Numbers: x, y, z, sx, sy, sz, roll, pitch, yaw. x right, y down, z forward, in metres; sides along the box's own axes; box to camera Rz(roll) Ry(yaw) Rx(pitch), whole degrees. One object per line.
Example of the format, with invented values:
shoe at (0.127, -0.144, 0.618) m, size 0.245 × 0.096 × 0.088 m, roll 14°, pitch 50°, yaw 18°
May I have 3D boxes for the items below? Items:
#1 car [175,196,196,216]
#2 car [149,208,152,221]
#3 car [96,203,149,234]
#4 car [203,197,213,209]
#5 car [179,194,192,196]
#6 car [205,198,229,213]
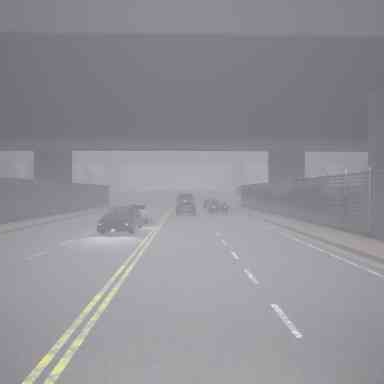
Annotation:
car at (-0.621, 1.491, 32.859) m, size 2.128 × 1.511 × 4.902 m, roll 0°, pitch 0°, yaw -1°
car at (-4.033, 1.546, 24.590) m, size 1.812 × 1.442 × 4.674 m, roll 0°, pitch 0°, yaw -1°
car at (-4.005, 1.548, 19.372) m, size 2.033 × 1.411 × 5.357 m, roll 0°, pitch 0°, yaw -1°
car at (2.561, 1.478, 46.455) m, size 1.882 × 1.535 × 5.008 m, roll 0°, pitch 0°, yaw -1°
car at (-0.868, 1.221, 43.212) m, size 2.150 × 2.045 × 5.566 m, roll 0°, pitch 0°, yaw -1°
car at (2.796, 1.601, 36.426) m, size 1.895 × 1.301 × 4.718 m, roll 0°, pitch 0°, yaw -1°
